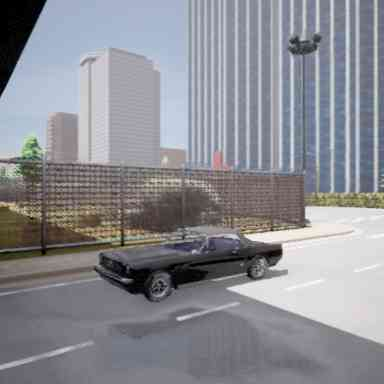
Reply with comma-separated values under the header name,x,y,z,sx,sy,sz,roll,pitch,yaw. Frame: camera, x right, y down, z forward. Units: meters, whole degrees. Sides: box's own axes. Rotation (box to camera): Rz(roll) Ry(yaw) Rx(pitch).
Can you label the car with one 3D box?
name,x,y,z,sx,sy,sz,roll,pitch,yaw
car,0.074,1.600,8.343,4.718,1.301,1.895,0,0,-36
